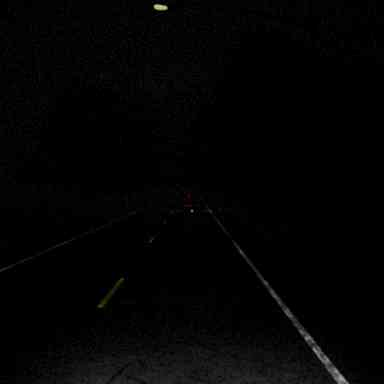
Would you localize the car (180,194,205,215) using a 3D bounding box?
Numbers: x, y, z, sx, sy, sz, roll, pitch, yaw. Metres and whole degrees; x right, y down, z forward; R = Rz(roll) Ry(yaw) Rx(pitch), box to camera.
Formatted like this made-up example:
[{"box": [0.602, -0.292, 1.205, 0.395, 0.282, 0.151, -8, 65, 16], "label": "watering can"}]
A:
[{"box": [0.022, 1.217, 28.797, 1.837, 1.490, 4.892, 0, 1, 0], "label": "car"}]

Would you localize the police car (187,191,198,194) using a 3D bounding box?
[{"box": [0.028, 0.693, 57.778, 2.038, 1.542, 4.974, 0, 2, 0], "label": "police car"}]
